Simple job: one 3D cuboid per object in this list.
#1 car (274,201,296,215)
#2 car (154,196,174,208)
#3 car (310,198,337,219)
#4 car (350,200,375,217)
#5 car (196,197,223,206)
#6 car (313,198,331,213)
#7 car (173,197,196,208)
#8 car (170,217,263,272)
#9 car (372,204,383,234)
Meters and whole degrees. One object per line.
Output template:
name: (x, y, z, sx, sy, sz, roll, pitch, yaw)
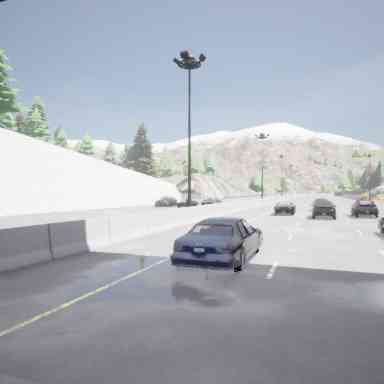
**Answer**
car: (9.647, 1.601, 34.157, 1.895, 1.301, 4.718, 0, 0, 20)
car: (-3.763, 1.381, 48.642, 2.097, 1.767, 4.553, 0, 0, 20)
car: (11.533, 1.505, 29.167, 1.837, 1.490, 4.892, 0, 0, 20)
car: (15.771, 1.491, 30.537, 2.128, 1.511, 4.902, 0, 0, 20)
car: (2.792, 1.346, 46.187, 2.033, 1.411, 5.357, 0, 0, 20)
car: (15.134, 1.505, 38.910, 1.837, 1.490, 4.892, 0, 0, 20)
car: (-0.501, 1.621, 47.372, 1.895, 1.301, 4.718, 0, 0, 20)
car: (1.064, 1.547, 10.946, 2.033, 1.411, 5.357, 0, 0, 20)
car: (10.377, 1.547, 15.948, 2.033, 1.411, 5.357, 0, 0, 20)
